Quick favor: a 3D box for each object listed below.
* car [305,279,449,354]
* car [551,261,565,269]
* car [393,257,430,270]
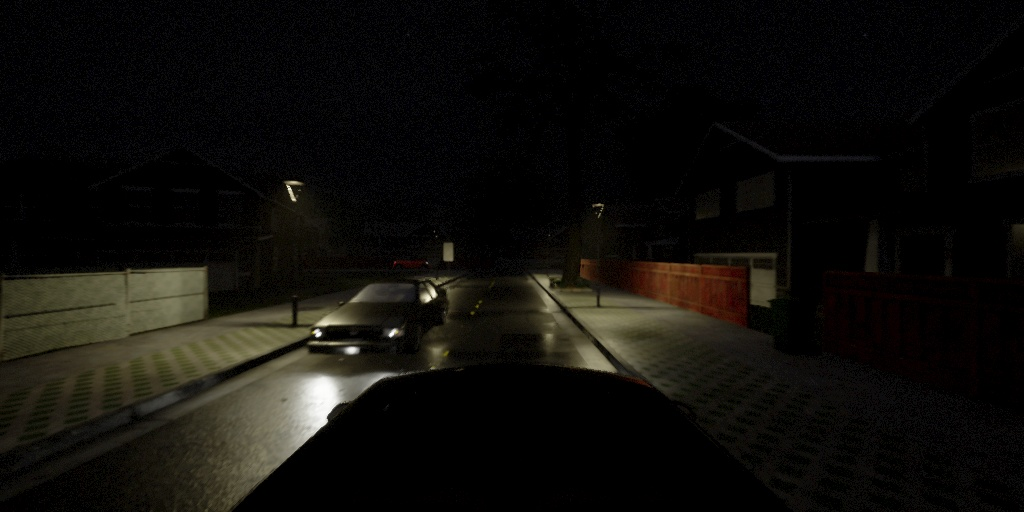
[{"bbox_3d":[-2.848,1.294,9.031,2.033,1.411,5.357,0,0,0],"label":"car"},{"bbox_3d":[8.554,1.356,53.463,5.357,1.411,2.033,1,0,-20],"label":"car"},{"bbox_3d":[-12.790,0.883,45.690,4.553,1.767,2.097,0,0,-20],"label":"car"}]
